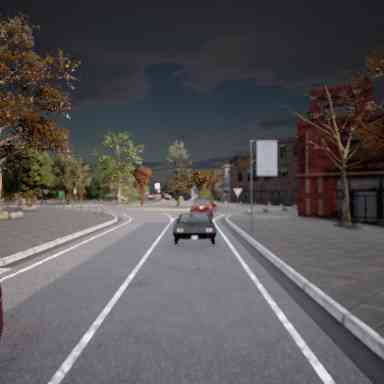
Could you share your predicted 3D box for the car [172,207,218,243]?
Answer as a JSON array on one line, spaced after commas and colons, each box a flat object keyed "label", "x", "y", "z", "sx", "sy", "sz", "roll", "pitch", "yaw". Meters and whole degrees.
[{"label": "car", "x": 0.114, "y": 1.623, "z": 16.099, "sx": 1.895, "sy": 1.301, "sz": 4.718, "roll": 0, "pitch": 0, "yaw": 0}]

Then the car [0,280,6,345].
[{"label": "car", "x": -3.342, "y": 1.481, "z": 2.228, "sx": 1.882, "sy": 1.535, "sz": 5.008, "roll": 0, "pitch": 0, "yaw": 0}]

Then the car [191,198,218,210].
[{"label": "car", "x": 1.233, "y": 1.358, "z": 31.667, "sx": 2.097, "sy": 1.767, "sz": 4.553, "roll": 0, "pitch": 1, "yaw": 11}]
